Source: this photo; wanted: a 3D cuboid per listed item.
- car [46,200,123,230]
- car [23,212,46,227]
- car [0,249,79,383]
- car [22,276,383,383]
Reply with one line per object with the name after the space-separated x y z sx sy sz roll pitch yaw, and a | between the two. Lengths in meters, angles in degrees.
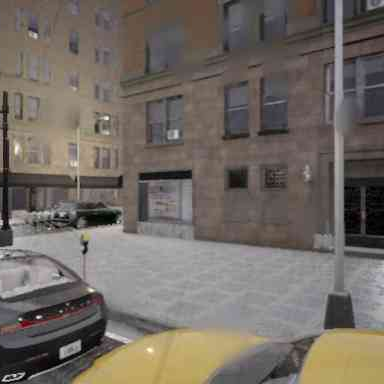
-6.186 1.314 20.534 2.097 1.767 4.553 0 0 32 | car
-8.722 1.569 22.483 1.895 1.301 4.718 0 0 35 | car
-3.162 1.565 5.067 4.403 1.369 2.008 0 0 35 | car
1.104 1.526 2.031 4.829 1.417 1.752 0 0 35 | car
